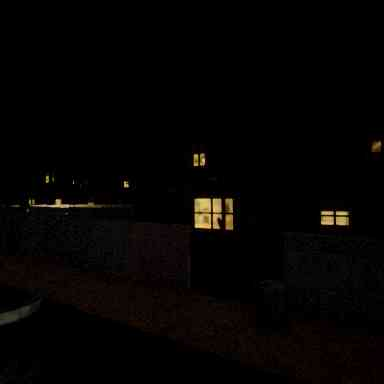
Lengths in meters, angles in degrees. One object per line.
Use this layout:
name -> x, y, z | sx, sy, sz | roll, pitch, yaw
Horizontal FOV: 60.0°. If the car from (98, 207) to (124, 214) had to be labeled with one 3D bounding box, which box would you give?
car -> -7.000, 2.124, 31.077 | 1.994, 1.385, 4.181 | -1, -2, 35
